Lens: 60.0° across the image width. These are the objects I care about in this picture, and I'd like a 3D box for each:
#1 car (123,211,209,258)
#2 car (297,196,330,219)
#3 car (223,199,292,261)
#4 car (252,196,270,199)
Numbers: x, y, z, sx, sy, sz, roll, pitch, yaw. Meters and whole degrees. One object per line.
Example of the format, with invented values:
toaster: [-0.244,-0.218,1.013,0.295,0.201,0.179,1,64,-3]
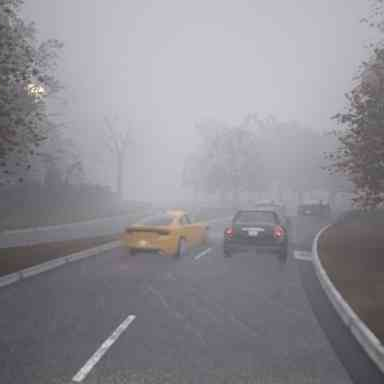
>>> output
car: [-0.752,1.448,12.826,1.882,1.535,5.008,0,0,19]
car: [10.017,1.327,27.159,1.882,1.535,5.008,0,0,31]
car: [2.647,1.330,12.665,2.097,1.767,4.553,0,0,19]
car: [6.367,1.355,27.386,1.837,1.490,4.892,0,1,31]
